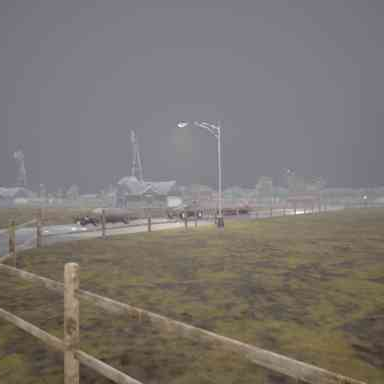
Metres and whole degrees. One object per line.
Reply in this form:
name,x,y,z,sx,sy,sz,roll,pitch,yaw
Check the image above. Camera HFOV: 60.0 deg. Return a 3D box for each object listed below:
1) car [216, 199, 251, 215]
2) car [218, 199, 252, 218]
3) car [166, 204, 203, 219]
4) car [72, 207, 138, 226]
car,5.511,1.912,43.417,2.150,2.045,5.566,-2,-2,36
car,4.775,1.834,36.033,2.097,1.767,4.553,-2,-2,36
car,-0.680,2.013,34.755,1.837,1.490,4.892,-2,-2,36
car,-6.700,1.884,26.339,2.033,1.411,5.357,-2,-2,36
